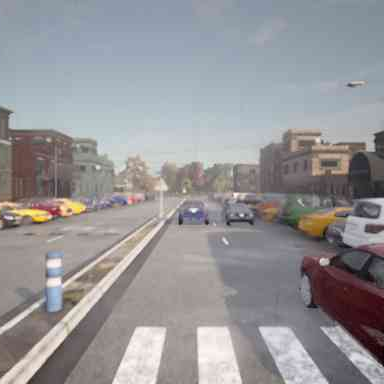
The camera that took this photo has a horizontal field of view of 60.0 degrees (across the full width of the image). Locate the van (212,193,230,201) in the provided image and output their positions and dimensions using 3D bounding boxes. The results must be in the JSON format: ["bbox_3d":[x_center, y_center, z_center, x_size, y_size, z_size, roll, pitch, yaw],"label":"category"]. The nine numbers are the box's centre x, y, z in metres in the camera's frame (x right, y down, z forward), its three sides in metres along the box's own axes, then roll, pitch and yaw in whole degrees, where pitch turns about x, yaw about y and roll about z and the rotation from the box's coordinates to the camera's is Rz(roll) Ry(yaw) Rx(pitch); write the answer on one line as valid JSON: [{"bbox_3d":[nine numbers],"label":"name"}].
[{"bbox_3d":[7.575,1.284,87.560,4.442,1.987,1.878,0,0,0],"label":"van"}]

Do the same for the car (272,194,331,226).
[{"bbox_3d":[7.678,1.195,18.628,5.566,2.045,2.435,0,0,0],"label":"car"}]

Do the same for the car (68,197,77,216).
[{"bbox_3d":[-12.593,1.271,28.223,4.553,1.767,2.185,0,0,0],"label":"car"}]

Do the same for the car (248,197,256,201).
[{"bbox_3d":[7.654,1.457,29.659,4.674,1.452,2.002,0,0,0],"label":"car"}]

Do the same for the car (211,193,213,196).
[{"bbox_3d":[7.719,1.355,82.045,4.553,1.767,2.185,0,0,0],"label":"car"}]

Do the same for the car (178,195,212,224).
[{"bbox_3d":[0.113,1.305,24.674,2.097,1.767,4.553,0,0,0],"label":"car"}]

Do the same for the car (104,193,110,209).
[{"bbox_3d":[-12.515,1.255,39.340,4.553,1.767,2.185,0,0,0],"label":"car"}]

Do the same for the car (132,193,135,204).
[{"bbox_3d":[-12.341,1.381,53.234,5.366,1.575,1.946,0,0,0],"label":"car"}]

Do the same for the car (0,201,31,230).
[{"bbox_3d":[-12.575,1.455,19.886,4.674,1.452,2.002,0,0,0],"label":"car"}]

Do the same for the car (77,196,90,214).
[{"bbox_3d":[-12.553,1.391,31.005,5.008,1.535,2.097,0,0,0],"label":"car"}]

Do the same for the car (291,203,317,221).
[{"bbox_3d":[7.643,1.453,15.746,5.008,1.535,2.097,0,0,0],"label":"car"}]

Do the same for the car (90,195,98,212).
[{"bbox_3d":[-12.560,1.387,33.782,4.892,1.521,2.231,0,0,0],"label":"car"}]

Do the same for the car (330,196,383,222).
[{"bbox_3d":[7.673,1.214,10.353,5.566,2.045,2.435,0,0,0],"label":"car"}]

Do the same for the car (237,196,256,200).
[{"bbox_3d":[7.473,1.408,32.417,5.366,1.575,1.946,0,0,0],"label":"car"}]

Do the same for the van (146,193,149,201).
[{"bbox_3d":[-12.383,1.211,72.687,4.442,1.987,1.878,0,0,0],"label":"van"}]

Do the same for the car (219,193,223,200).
[{"bbox_3d":[7.859,1.399,57.230,5.366,1.575,1.946,0,0,0],"label":"car"}]

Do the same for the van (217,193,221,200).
[{"bbox_3d":[7.559,1.186,62.622,4.442,1.987,1.878,0,0,0],"label":"van"}]

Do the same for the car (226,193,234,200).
[{"bbox_3d":[7.693,1.145,43.446,5.566,2.045,2.435,0,0,0],"label":"car"}]

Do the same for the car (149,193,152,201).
[{"bbox_3d":[-12.524,1.198,75.468,5.566,2.045,2.435,0,0,0],"label":"car"}]

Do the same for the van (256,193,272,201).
[{"bbox_3d":[7.772,1.198,26.902,4.442,1.987,1.878,0,0,0],"label":"van"}]

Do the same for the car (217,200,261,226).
[{"bbox_3d":[3.118,1.502,23.263,2.033,1.411,5.357,0,0,0],"label":"car"}]

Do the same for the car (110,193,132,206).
[{"bbox_3d":[-12.502,1.129,50.457,5.566,2.045,2.435,0,0,0],"label":"car"}]

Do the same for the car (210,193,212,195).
[{"bbox_3d":[7.695,1.495,84.801,5.008,1.535,2.097,0,0,0],"label":"car"}]

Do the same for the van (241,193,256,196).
[{"bbox_3d":[7.777,1.180,35.175,4.442,1.987,1.878,0,0,0],"label":"van"}]

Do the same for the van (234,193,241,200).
[{"bbox_3d":[7.780,1.173,40.687,4.442,1.987,1.878,0,0,0],"label":"van"}]

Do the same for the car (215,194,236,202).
[{"bbox_3d":[7.654,1.330,76.530,4.553,1.767,2.185,0,0,0],"label":"car"}]

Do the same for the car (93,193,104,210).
[{"bbox_3d":[-12.519,1.257,36.559,4.553,1.767,2.185,0,0,0],"label":"car"}]

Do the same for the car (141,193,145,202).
[{"bbox_3d":[-12.505,1.456,67.004,4.674,1.452,2.002,0,0,0],"label":"car"}]

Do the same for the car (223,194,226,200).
[{"bbox_3d":[7.699,1.426,51.716,4.792,1.488,2.163,0,0,0],"label":"car"}]

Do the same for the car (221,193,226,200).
[{"bbox_3d":[7.665,1.400,54.474,4.892,1.521,2.231,0,0,0],"label":"car"}]

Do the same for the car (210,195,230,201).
[{"bbox_3d":[7.508,1.523,90.316,5.366,1.575,1.946,0,0,0],"label":"car"}]

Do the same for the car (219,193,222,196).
[{"bbox_3d":[7.672,1.446,59.988,4.674,1.452,2.002,0,0,0],"label":"car"}]

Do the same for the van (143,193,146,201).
[{"bbox_3d":[-12.621,1.200,69.910,4.442,1.987,1.878,0,0,0],"label":"van"}]

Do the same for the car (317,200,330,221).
[{"bbox_3d":[7.677,1.334,12.989,4.553,1.767,2.185,0,0,0],"label":"car"}]

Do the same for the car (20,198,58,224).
[{"bbox_3d":[-12.384,1.406,22.665,5.366,1.575,1.946,0,0,0],"label":"car"}]

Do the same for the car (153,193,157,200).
[{"bbox_3d":[-12.456,1.241,83.679,5.566,2.045,2.435,0,0,0],"label":"car"}]

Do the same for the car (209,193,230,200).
[{"bbox_3d":[7.723,1.290,93.075,5.566,2.045,2.435,0,0,0],"label":"car"}]

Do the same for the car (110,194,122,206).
[{"bbox_3d":[-12.532,1.379,44.898,4.892,1.521,2.231,0,0,0],"label":"car"}]

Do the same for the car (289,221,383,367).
[{"bbox_3d":[3.109,1.472,4.804,1.882,1.535,5.008,0,0,0],"label":"car"}]

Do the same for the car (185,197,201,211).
[{"bbox_3d":[0.124,1.397,41.245,1.882,1.535,5.008,0,0,0],"label":"car"}]

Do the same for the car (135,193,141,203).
[{"bbox_3d":[-12.491,1.141,58.792,5.566,2.045,2.435,0,0,0],"label":"car"}]

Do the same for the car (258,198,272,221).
[{"bbox_3d":[7.659,1.431,24.144,5.008,1.535,2.097,0,0,0],"label":"car"}]

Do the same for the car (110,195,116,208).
[{"bbox_3d":[-12.540,1.418,42.120,4.674,1.452,2.002,0,0,0],"label":"car"}]

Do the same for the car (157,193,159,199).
[{"bbox_3d":[-12.506,1.275,89.364,5.566,2.045,2.435,0,0,0],"label":"car"}]

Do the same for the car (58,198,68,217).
[{"bbox_3d":[-12.560,1.403,25.445,5.008,1.535,2.097,0,0,0],"label":"car"}]
